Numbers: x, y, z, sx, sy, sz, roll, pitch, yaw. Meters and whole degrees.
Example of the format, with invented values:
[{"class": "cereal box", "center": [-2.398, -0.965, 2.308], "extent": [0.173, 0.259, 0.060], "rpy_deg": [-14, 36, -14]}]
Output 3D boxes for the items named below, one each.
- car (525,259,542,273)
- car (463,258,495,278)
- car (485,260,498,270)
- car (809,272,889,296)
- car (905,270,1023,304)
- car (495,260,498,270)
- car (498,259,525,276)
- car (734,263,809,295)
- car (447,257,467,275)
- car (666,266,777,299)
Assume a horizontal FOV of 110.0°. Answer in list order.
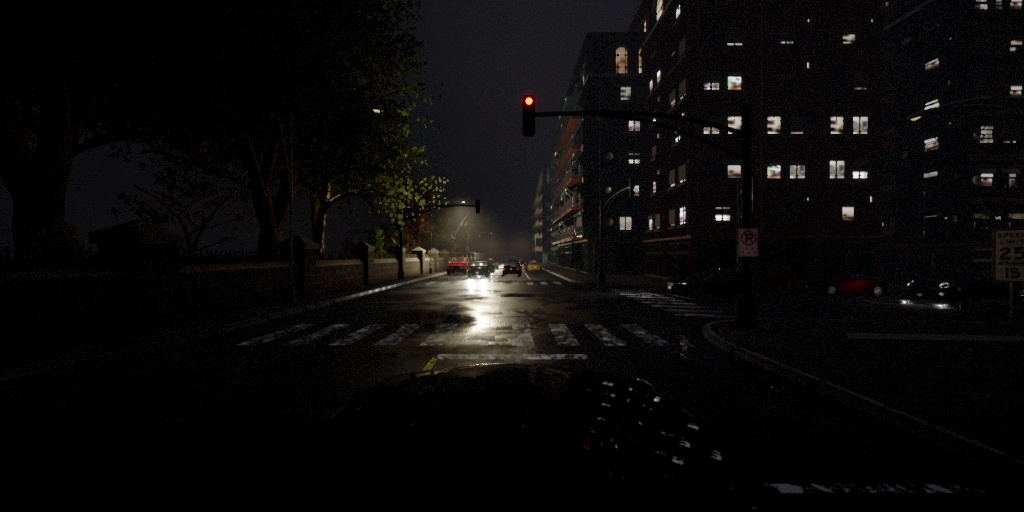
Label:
[{"class": "car", "center": [2.721, 1.274, 44.266], "extent": [1.751, 1.417, 4.829], "rpy_deg": [0, 0, 0]}, {"class": "car", "center": [-3.078, 1.237, 34.325], "extent": [2.128, 1.511, 4.902], "rpy_deg": [0, 0, 0]}, {"class": "car", "center": [-3.053, 1.279, 53.842], "extent": [1.812, 1.442, 4.674], "rpy_deg": [0, 0, 0]}, {"class": "car", "center": [20.307, 1.667, 21.980], "extent": [4.507, 1.381, 1.888], "rpy_deg": [0, 0, 0]}, {"class": "car", "center": [24.315, 1.556, 19.393], "extent": [4.553, 1.767, 2.097], "rpy_deg": [1, 0, 0]}, {"class": "car", "center": [-3.067, 1.253, 43.676], "extent": [1.837, 1.490, 4.892], "rpy_deg": [0, 0, 0]}, {"class": "car", "center": [0.004, 1.294, 36.484], "extent": [2.033, 1.411, 5.357], "rpy_deg": [0, 0, 2]}, {"class": "car", "center": [14.612, 1.333, 21.966], "extent": [5.009, 1.841, 2.192], "rpy_deg": [0, 0, 0]}, {"class": "car", "center": [-5.664, 1.061, 38.566], "extent": [2.192, 1.841, 5.009], "rpy_deg": [0, 0, 0]}, {"class": "car", "center": [10.874, 1.454, 19.259], "extent": [4.902, 1.511, 2.128], "rpy_deg": [1, 0, -3]}]
